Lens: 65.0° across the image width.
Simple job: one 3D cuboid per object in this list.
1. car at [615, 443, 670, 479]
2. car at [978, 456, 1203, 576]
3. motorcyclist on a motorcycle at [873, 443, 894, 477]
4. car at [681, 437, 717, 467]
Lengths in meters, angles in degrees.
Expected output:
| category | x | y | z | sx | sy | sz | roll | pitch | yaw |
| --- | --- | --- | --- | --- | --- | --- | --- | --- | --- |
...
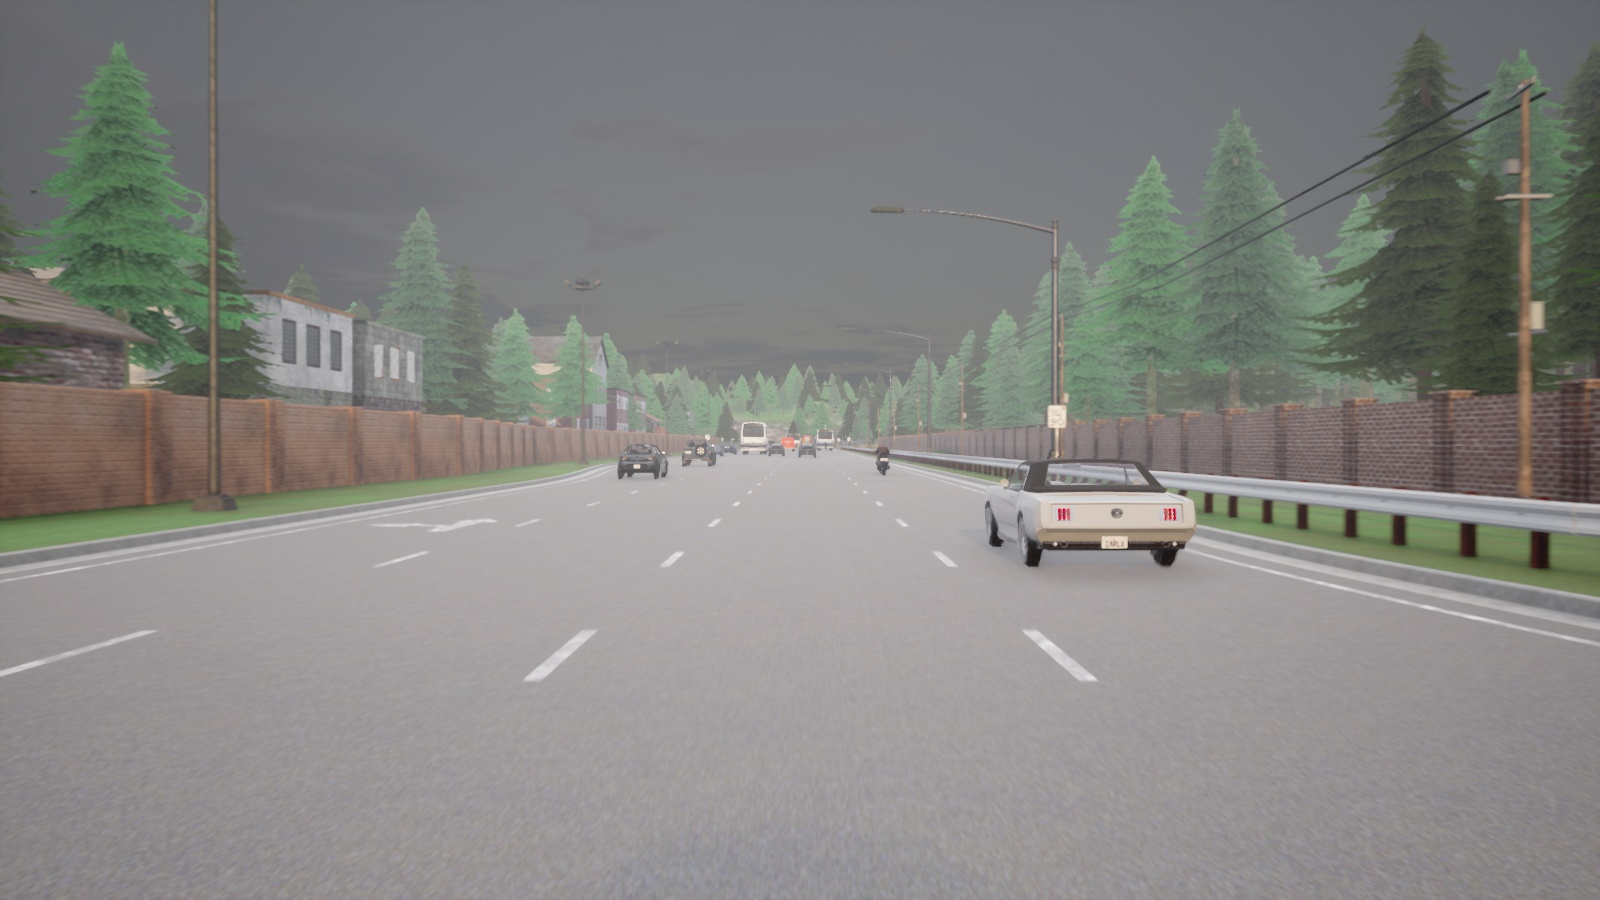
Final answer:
| category | x | y | z | sx | sy | sz | roll | pitch | yaw |
| --- | --- | --- | --- | --- | --- | --- | --- | --- | --- |
| car | -6.678 | 0.459 | 53.652 | 1.816 | 1.474 | 4.193 | 0 | 0 | 0 |
| car | 3.610 | 0.759 | 16.530 | 1.895 | 1.301 | 4.718 | 0 | 0 | 0 |
| motorcyclist on a motorcycle | 3.847 | 0.465 | 58.108 | 0.866 | 1.530 | 2.191 | 0 | 0 | 0 |
| car | -6.519 | 0.109 | 81.545 | 1.932 | 1.855 | 4.605 | 0 | 0 | 0 |
